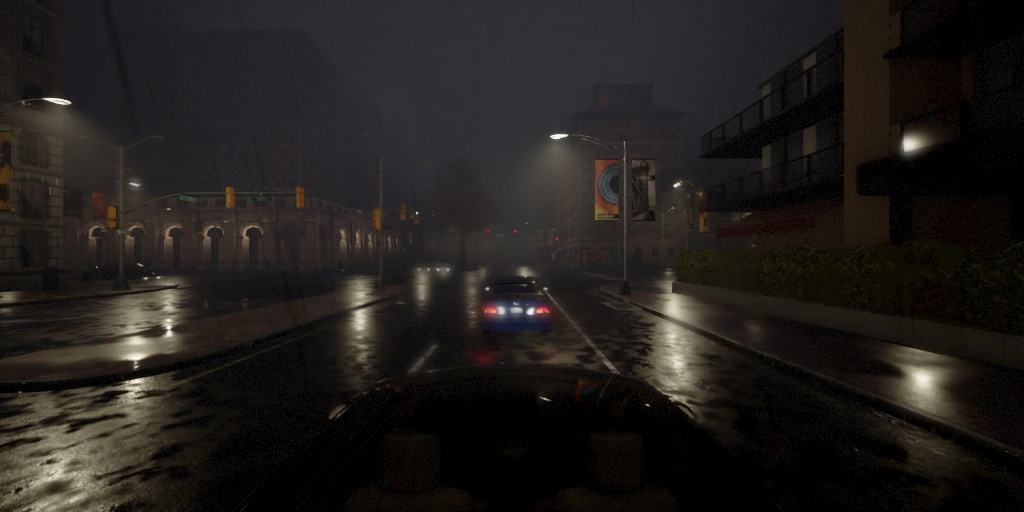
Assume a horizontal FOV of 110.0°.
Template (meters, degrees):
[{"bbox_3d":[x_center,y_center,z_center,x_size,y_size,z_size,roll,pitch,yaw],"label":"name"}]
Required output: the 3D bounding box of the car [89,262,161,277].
[{"bbox_3d":[-37.191,1.297,34.525,5.357,1.411,2.033,0,0,0],"label":"car"}]

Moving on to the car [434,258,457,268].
[{"bbox_3d":[-11.060,1.102,59.654,2.097,1.767,4.553,0,0,1],"label":"car"}]

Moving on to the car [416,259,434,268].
[{"bbox_3d":[-14.527,1.228,61.723,1.882,1.535,5.008,0,0,1],"label":"car"}]

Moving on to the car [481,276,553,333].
[{"bbox_3d":[0.145,1.297,10.705,2.033,1.411,5.357,0,0,1],"label":"car"}]
